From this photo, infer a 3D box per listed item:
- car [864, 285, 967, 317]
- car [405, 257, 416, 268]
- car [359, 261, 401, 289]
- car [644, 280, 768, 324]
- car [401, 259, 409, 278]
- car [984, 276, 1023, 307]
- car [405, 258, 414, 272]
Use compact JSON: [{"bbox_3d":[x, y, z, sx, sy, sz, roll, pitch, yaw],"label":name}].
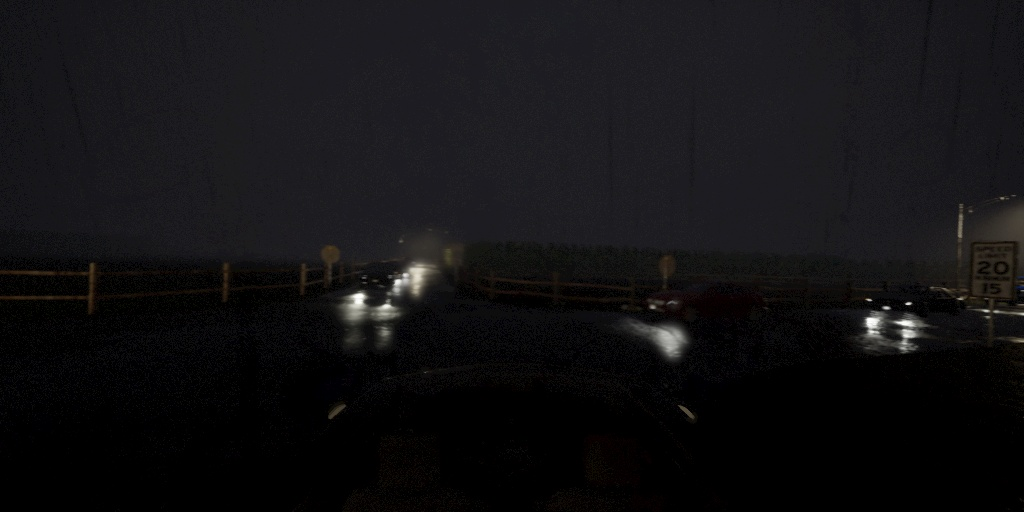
[{"bbox_3d":[20.009,2.136,17.710,5.357,1.411,2.033,2,0,-21],"label":"car"},{"bbox_3d":[-16.431,1.009,57.087,2.097,1.767,4.553,2,0,-13],"label":"car"},{"bbox_3d":[-8.288,1.124,22.527,1.882,1.535,5.008,2,-1,-15],"label":"car"},{"bbox_3d":[7.225,1.618,13.329,4.674,1.442,1.812,2,0,-16],"label":"car"},{"bbox_3d":[-10.629,1.216,32.235,1.994,1.385,4.181,2,-1,-13],"label":"car"},{"bbox_3d":[32.453,2.294,22.564,5.566,2.045,2.150,2,0,-22],"label":"car"},{"bbox_3d":[-12.945,1.257,42.054,1.895,1.301,4.718,2,-1,-13],"label":"car"}]
